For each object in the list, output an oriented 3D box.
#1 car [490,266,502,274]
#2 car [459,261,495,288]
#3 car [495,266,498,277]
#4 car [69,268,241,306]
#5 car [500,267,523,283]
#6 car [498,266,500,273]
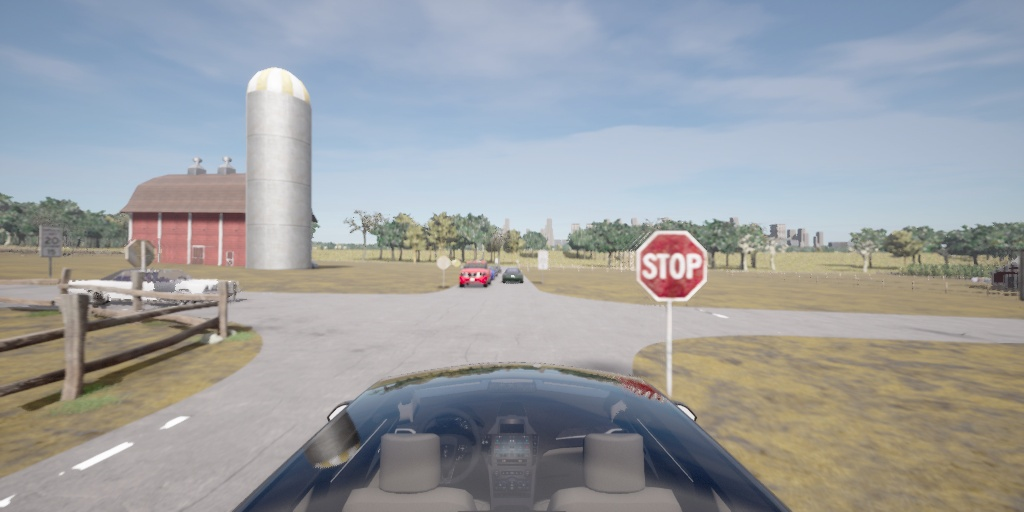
[{"bbox_3d":[-2.816,2.469,63.885,1.837,1.490,4.892,0,-2,0],"label":"car"},{"bbox_3d":[-2.892,1.429,29.151,2.150,2.045,5.566,0,-1,1],"label":"car"},{"bbox_3d":[-2.876,1.885,39.220,1.882,1.535,5.008,0,-1,0],"label":"car"},{"bbox_3d":[-13.096,1.139,13.440,4.718,1.301,1.895,2,0,-3],"label":"car"},{"bbox_3d":[0.071,1.893,35.426,1.994,1.385,4.181,0,-1,0],"label":"car"},{"bbox_3d":[-2.872,2.129,49.349,1.837,1.490,4.892,0,-1,0],"label":"car"}]
